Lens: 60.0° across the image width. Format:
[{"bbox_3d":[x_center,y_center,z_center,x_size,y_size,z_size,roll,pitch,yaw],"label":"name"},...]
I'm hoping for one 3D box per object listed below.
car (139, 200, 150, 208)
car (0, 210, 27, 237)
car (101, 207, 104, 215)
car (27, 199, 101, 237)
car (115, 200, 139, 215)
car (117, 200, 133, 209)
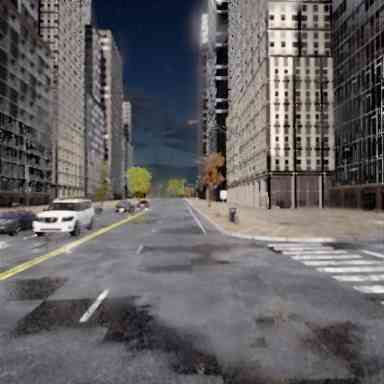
[{"bbox_3d":[-8.766,2.209,60.467,1.812,1.442,4.674,0,-1,-2],"label":"car"},{"bbox_3d":[-10.653,1.786,19.911,2.033,1.411,5.357,0,-1,-2],"label":"car"},{"bbox_3d":[-11.268,2.020,37.042,1.895,1.301,4.718,0,-1,-2],"label":"car"},{"bbox_3d":[-7.404,1.455,19.957,2.150,2.045,5.566,0,-1,-2],"label":"car"},{"bbox_3d":[-8.137,1.943,40.556,2.128,1.511,4.902,0,-1,-2],"label":"car"},{"bbox_3d":[-12.008,2.211,60.167,2.033,1.411,5.357,0,-1,-2],"label":"car"}]
